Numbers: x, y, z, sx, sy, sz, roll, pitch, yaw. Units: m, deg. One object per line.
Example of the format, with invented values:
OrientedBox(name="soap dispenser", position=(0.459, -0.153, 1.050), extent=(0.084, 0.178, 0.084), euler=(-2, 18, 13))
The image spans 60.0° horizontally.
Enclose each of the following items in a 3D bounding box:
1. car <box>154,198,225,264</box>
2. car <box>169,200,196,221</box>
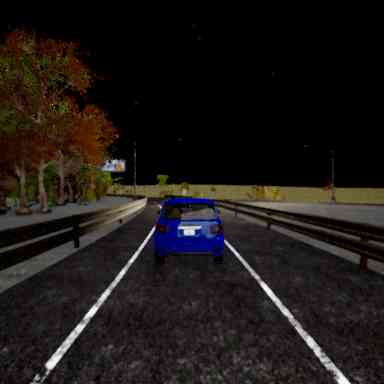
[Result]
OrientedBox(name="car", position=(-0.121, 1.222, 12.023), extent=(2.150, 2.045, 5.566), euler=(0, 0, -1))
OrientedBox(name="car", position=(-0.919, 1.498, 28.335), extent=(2.128, 1.511, 4.902), euler=(0, 0, -4))
